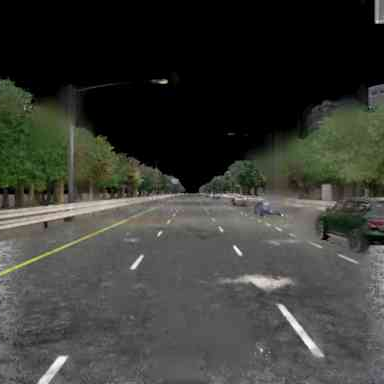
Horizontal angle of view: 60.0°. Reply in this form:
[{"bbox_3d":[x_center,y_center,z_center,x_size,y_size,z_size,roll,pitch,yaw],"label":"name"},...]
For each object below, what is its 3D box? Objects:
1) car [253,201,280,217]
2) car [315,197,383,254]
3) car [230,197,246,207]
[{"bbox_3d":[7.001,1.541,31.325,1.812,1.442,4.674,0,0,0],"label":"car"},{"bbox_3d":[7.001,1.225,13.639,2.150,2.045,5.566,0,0,0],"label":"car"},{"bbox_3d":[7.004,1.548,51.162,1.812,1.442,4.674,0,0,0],"label":"car"}]
